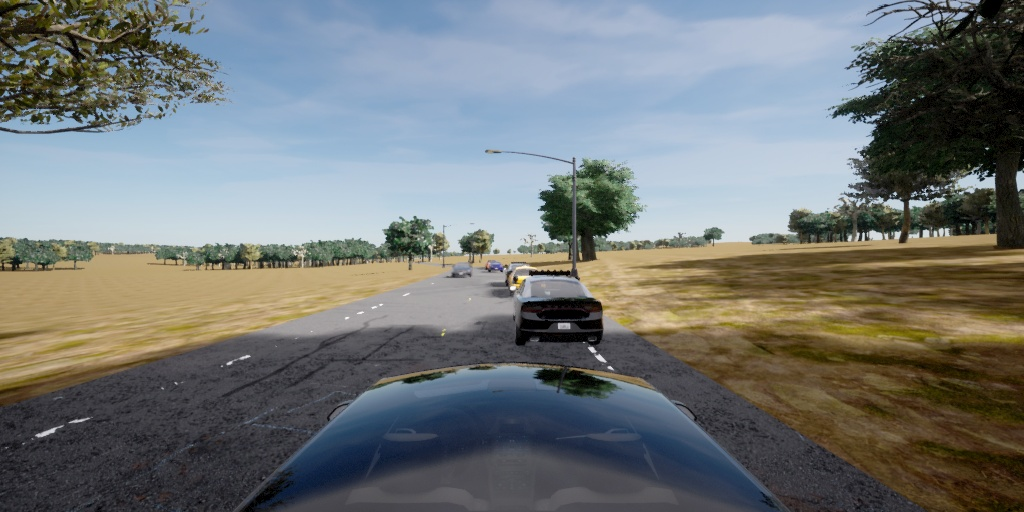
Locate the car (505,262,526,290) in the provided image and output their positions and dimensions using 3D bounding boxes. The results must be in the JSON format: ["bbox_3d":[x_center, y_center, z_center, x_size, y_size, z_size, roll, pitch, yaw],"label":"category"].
[{"bbox_3d":[0.723,1.241,19.814,1.801,1.575,5.366,0,0,-2],"label":"car"}]

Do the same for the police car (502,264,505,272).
[{"bbox_3d":[0.467,1.224,25.763,1.930,1.638,5.238,0,0,-3],"label":"police car"}]

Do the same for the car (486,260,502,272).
[{"bbox_3d":[-2.201,1.453,48.353,1.812,1.442,4.674,0,-1,-5],"label":"car"}]

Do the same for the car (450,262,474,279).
[{"bbox_3d":[-4.725,1.347,34.358,1.812,1.442,4.674,0,0,-4],"label":"car"}]

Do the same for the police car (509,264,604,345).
[{"bbox_3d":[0.992,1.189,9.680,1.930,1.638,5.238,0,0,-1],"label":"police car"}]
